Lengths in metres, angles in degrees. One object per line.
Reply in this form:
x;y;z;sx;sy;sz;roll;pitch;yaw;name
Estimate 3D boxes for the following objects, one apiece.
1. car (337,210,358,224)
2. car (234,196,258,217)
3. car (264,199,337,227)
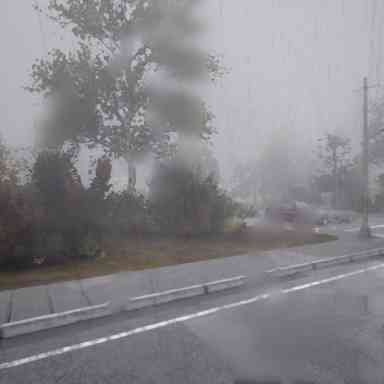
10.182;1.666;25.840;1.895;1.301;4.718;0;-1;-39;car
3.944;1.422;33.373;2.150;2.045;5.566;0;-1;-41;car
7.389;1.419;23.637;2.097;1.767;4.553;0;-1;-38;car
